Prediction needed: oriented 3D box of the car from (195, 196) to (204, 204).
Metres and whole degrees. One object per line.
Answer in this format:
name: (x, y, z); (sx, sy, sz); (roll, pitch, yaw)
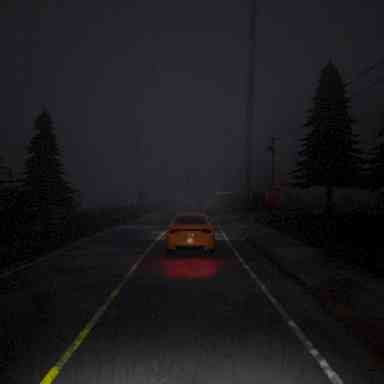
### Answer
car: (1.777, 2.236, 81.119); (1.837, 1.490, 4.892); (0, -1, 2)

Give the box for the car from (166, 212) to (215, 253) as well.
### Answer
car: (-0.025, 1.606, 14.413); (1.882, 1.535, 5.008); (0, 0, 1)
